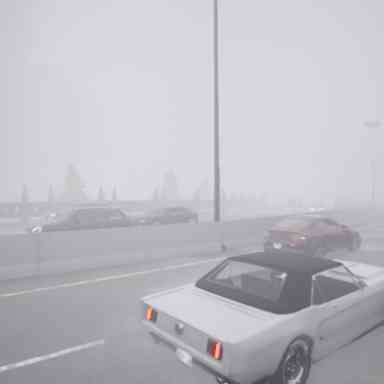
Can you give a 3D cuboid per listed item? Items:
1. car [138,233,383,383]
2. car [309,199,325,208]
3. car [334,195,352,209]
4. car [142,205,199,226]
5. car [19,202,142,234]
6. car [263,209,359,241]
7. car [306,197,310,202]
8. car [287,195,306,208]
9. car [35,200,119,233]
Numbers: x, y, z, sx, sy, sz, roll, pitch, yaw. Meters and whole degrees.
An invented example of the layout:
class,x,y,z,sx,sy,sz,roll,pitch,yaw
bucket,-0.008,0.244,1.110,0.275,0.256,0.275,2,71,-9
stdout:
class,x,y,z,sx,sy,sz,roll,pitch,yaw
car,1.653,1.617,5.227,4.718,1.301,1.895,0,0,-38
car,20.688,1.931,54.404,1.895,1.301,4.718,0,-1,21
car,21.726,1.485,47.872,2.150,2.045,5.566,0,-1,25
car,-1.687,1.598,21.089,4.892,1.490,1.837,0,0,-44
car,-4.698,1.414,13.885,4.553,1.767,2.097,0,0,-39
car,4.469,1.565,12.251,4.674,1.442,1.812,0,0,-42
car,29.911,2.051,87.723,1.994,1.385,4.181,0,-1,0
car,17.067,1.566,54.732,2.150,2.045,5.566,0,0,22
car,-7.142,1.450,20.926,4.553,1.767,2.097,0,0,-41
